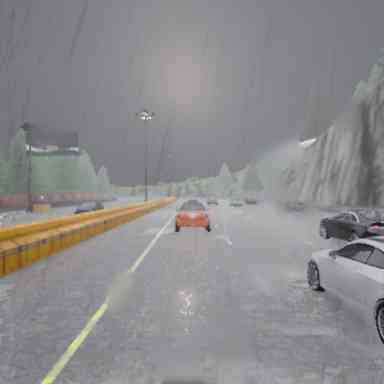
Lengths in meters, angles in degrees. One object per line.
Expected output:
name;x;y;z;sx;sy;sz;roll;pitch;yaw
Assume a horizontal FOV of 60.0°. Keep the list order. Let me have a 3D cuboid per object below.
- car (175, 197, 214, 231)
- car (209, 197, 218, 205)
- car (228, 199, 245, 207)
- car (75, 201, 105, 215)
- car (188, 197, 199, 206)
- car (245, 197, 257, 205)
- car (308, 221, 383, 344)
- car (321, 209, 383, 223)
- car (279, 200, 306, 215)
car;0.037;1.452;21.419;2.097;1.767;4.553;-1;0;0
car;3.811;1.742;62.688;2.128;1.511;4.902;-1;0;0
car;7.218;1.788;56.239;1.895;1.301;4.718;-1;0;1
car;-10.515;1.746;34.576;1.882;1.535;5.008;-1;-1;1
car;0.312;1.765;62.871;1.882;1.535;5.008;-1;0;0
car;10.804;1.680;61.910;1.837;1.490;4.892;-1;-1;0
car;3.652;1.517;5.978;1.812;1.442;4.674;0;0;0
car;7.098;1.485;14.150;2.128;1.511;4.902;-1;0;-1
car;10.593;1.547;35.333;2.128;1.511;4.902;-1;0;0
